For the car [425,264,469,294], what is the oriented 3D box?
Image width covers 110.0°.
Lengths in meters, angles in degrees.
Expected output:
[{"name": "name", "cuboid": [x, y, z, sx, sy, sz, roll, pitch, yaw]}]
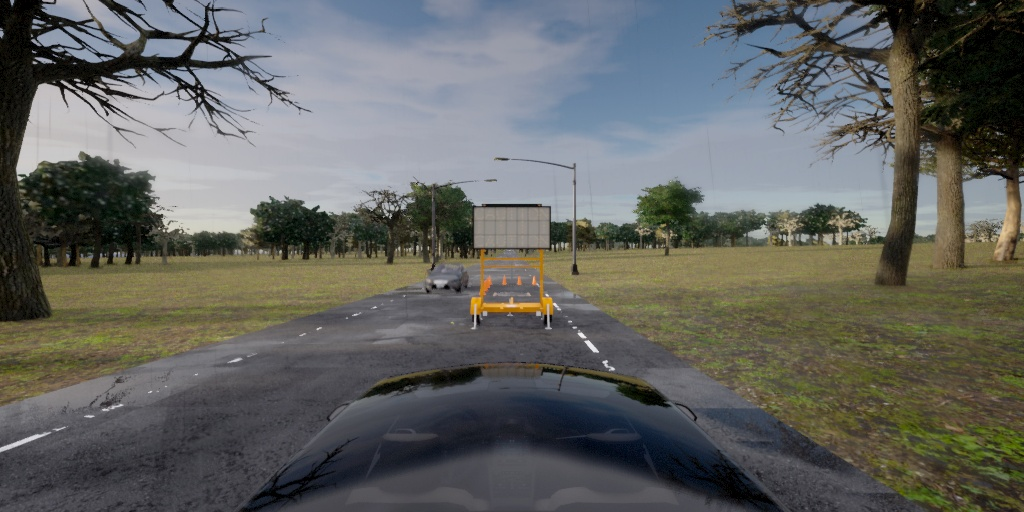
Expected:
[{"name": "car", "cuboid": [-3.509, 1.188, 20.023, 2.128, 1.511, 4.902, 0, 0, 0]}]

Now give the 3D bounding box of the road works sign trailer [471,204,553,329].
[{"name": "road works sign trailer", "cuboid": [-0.005, 0.197, 11.128, 2.380, 3.560, 2.880, 0, 0, 0]}]
